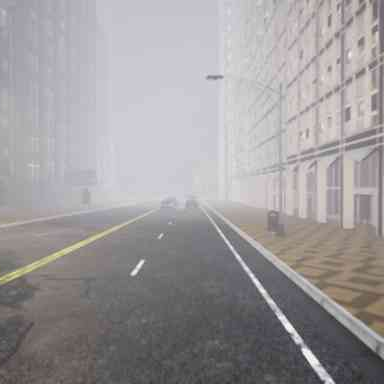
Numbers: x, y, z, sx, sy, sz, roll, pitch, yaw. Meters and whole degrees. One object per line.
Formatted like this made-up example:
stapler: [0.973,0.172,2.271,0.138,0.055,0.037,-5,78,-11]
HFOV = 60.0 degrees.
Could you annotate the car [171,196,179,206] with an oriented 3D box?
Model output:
car: [-3.258,1.508,54.014,2.097,1.767,4.553,0,0,0]

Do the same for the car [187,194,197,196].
car: [-0.010,1.379,53.921,2.150,2.045,5.566,0,0,0]

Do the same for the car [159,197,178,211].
car: [-3.258,1.678,43.425,2.033,1.411,5.357,0,0,0]

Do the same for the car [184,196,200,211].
car: [-0.008,1.608,43.425,1.882,1.535,5.008,0,0,0]
